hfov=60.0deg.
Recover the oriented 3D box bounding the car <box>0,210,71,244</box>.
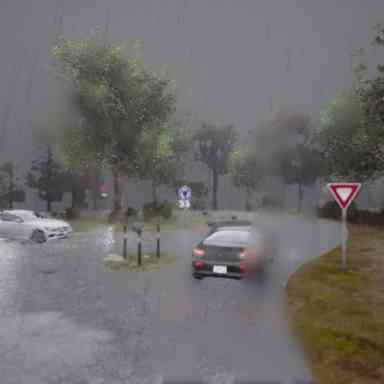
[{"bbox_3d":[-8.161,1.618,16.015,4.674,1.442,1.812,0,0,13],"label":"car"}]

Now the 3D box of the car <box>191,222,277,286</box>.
[{"bbox_3d":[1.370,1.582,9.640,1.812,1.442,4.674,0,0,19],"label":"car"}]
